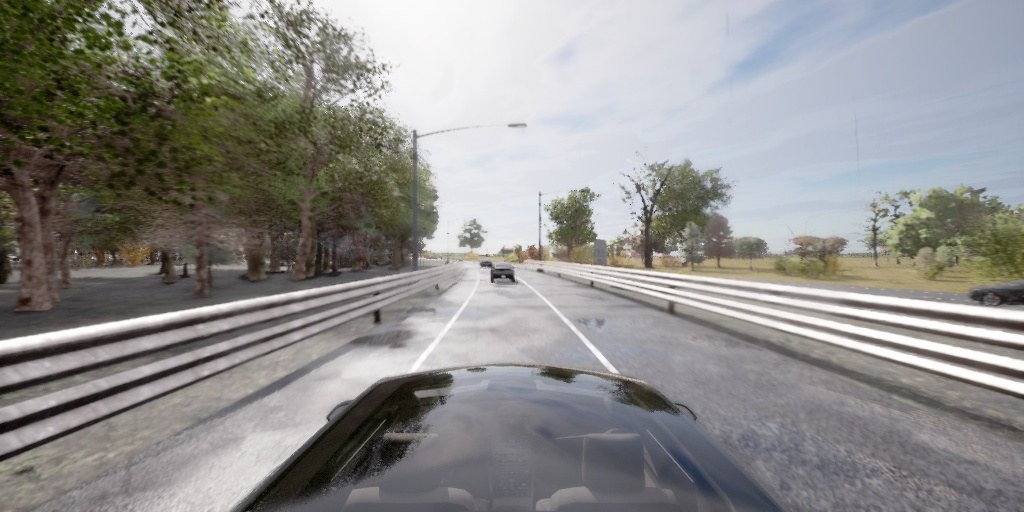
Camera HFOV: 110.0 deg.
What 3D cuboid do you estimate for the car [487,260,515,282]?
[{"bbox_3d":[-0.836,1.253,28.994,1.837,1.490,4.892,0,0,-4],"label":"car"}]

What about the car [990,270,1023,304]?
[{"bbox_3d":[24.891,1.443,15.347,2.128,1.511,4.902,0,0,-21],"label":"car"}]

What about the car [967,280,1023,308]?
[{"bbox_3d":[21.626,1.493,14.088,1.812,1.442,4.674,0,0,-21],"label":"car"}]

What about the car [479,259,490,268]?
[{"bbox_3d":[-4.439,1.247,60.021,1.837,1.490,4.892,0,0,-9],"label":"car"}]
